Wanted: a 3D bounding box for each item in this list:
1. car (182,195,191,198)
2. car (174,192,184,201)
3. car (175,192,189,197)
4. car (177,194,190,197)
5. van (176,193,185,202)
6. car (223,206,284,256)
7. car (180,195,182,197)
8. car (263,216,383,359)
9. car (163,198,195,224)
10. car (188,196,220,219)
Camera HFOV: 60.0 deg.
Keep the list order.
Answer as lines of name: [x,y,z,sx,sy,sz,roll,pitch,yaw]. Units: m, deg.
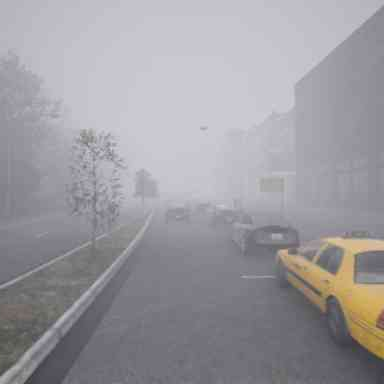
car: [0.109,1.526,44.933,2.163,1.488,4.792,0,0,-5]
car: [-3.330,1.116,83.605,2.435,2.045,5.566,0,0,-5]
car: [-1.363,1.207,61.507,2.435,2.045,5.566,0,0,-5]
car: [-0.874,1.505,55.985,2.163,1.488,4.792,0,0,-5]
van: [-2.845,1.169,78.169,1.878,1.987,4.442,0,0,-5]
car: [2.729,1.531,13.324,2.163,1.488,4.792,0,0,-2]
car: [-0.378,1.527,50.428,2.002,1.452,4.674,0,0,-5]
car: [2.984,1.487,6.288,1.946,1.575,5.366,0,0,-1]
car: [-1.139,1.503,25.255,1.882,1.535,5.008,0,0,-5]
car: [1.095,1.509,33.849,2.231,1.521,4.892,0,0,-5]
